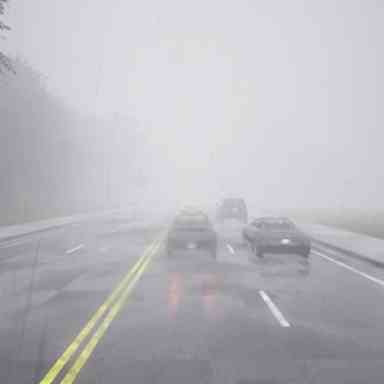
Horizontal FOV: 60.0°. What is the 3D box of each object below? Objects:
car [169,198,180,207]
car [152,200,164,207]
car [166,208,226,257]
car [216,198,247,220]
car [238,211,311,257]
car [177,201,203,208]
[{"bbox_3d":[-3.346,2.019,64.636,2.097,1.767,4.553,0,-1,1],"label":"car"},{"bbox_3d":[-6.595,2.228,64.589,1.994,1.385,4.181,0,-1,1],"label":"car"},{"bbox_3d":[0.004,1.623,13.520,2.128,1.511,4.902,0,0,0],"label":"car"},{"bbox_3d":[3.229,1.497,27.586,2.150,2.045,5.566,0,0,0],"label":"car"},{"bbox_3d":[3.257,1.695,13.540,1.994,1.385,4.181,0,0,0],"label":"car"},{"bbox_3d":[-0.006,1.766,29.252,1.882,1.535,5.008,0,0,0],"label":"car"}]
